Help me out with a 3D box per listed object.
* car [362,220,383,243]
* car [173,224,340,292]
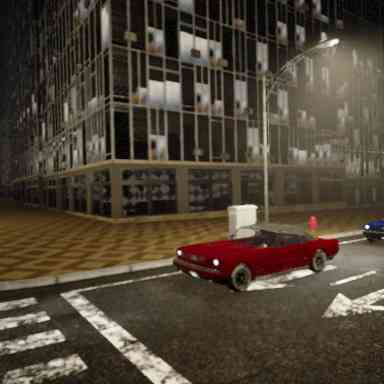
[{"bbox_3d":[9.346,1.476,14.296,4.718,1.301,1.895,-1,0,-35],"label":"car"},{"bbox_3d":[1.858,1.578,8.998,4.718,1.301,1.895,-1,0,-35],"label":"car"}]
